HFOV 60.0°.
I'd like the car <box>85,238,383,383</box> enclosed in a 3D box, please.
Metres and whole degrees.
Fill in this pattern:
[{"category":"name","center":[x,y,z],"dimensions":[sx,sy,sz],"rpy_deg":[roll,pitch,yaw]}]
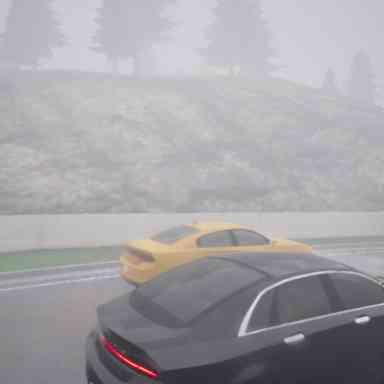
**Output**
[{"category":"car","center":[1.248,1.514,4.112],"dimensions":[4.892,1.490,1.837],"rpy_deg":[1,0,-31]}]

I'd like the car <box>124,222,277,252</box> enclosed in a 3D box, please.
[{"category":"car","center":[0.792,1.476,8.124],"dimensions":[5.008,1.535,1.882],"rpy_deg":[1,0,-29]}]
